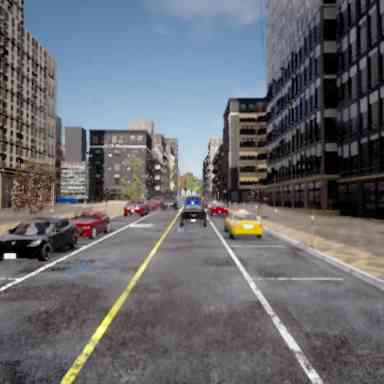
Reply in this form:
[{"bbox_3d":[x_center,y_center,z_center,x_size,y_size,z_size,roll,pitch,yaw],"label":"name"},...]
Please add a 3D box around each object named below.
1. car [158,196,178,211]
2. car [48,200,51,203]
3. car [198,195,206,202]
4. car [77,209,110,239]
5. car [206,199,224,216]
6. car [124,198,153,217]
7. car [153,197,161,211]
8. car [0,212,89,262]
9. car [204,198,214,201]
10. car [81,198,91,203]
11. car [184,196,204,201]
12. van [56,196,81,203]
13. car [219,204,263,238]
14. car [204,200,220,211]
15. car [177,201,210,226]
[{"bbox_3d":[-3.066,1.516,46.354,2.150,2.045,5.566,0,-1,0],"label":"car"},{"bbox_3d":[-31.895,2.069,78.781,4.206,1.307,1.802,0,-2,0],"label":"car"},{"bbox_3d":[2.837,1.912,94.218,2.192,1.841,5.009,1,0,0],"label":"car"},{"bbox_3d":[-5.677,1.658,18.021,1.887,1.381,4.507,1,0,0],"label":"car"},{"bbox_3d":[2.704,1.760,34.389,1.887,1.381,4.507,1,0,0],"label":"car"},{"bbox_3d":[-5.672,1.531,34.359,2.192,1.841,5.009,1,0,0],"label":"car"},{"bbox_3d":[-5.677,1.829,45.249,1.887,1.381,4.507,1,0,0],"label":"car"},{"bbox_3d":[-5.677,1.645,12.575,1.947,1.339,4.313,1,0,0],"label":"car"},{"bbox_3d":[2.704,1.776,39.999,1.752,1.417,4.829,1,0,0],"label":"car"},{"bbox_3d":[-26.263,2.068,78.793,4.313,1.339,1.947,0,-2,0],"label":"car"},{"bbox_3d":[0.100,1.493,43.476,2.150,2.045,5.566,0,0,0],"label":"car"},{"bbox_3d":[-26.244,1.636,70.421,3.998,1.788,1.690,0,-2,0],"label":"van"},{"bbox_3d":[2.704,1.639,18.240,1.752,1.417,4.829,1,0,0],"label":"car"},{"bbox_3d":[2.703,1.850,45.268,1.947,1.339,4.313,1,0,0],"label":"car"},{"bbox_3d":[0.100,1.659,24.544,1.837,1.490,4.892,0,0,0],"label":"car"}]
